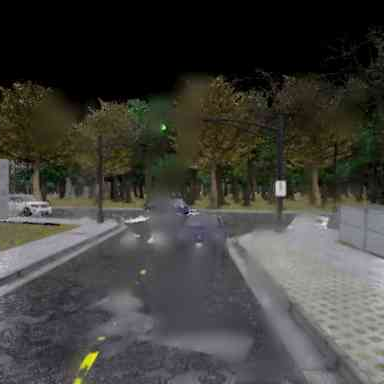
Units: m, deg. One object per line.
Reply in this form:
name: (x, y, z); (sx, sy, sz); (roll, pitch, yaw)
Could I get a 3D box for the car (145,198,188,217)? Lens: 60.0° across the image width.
car: (-2.540, 1.403, 32.592); (4.553, 1.767, 2.097); (0, 0, 40)

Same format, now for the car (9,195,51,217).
car: (-15.991, 1.263, 31.512); (5.566, 2.045, 2.150); (0, 0, 23)

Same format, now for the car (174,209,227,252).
car: (0.516, 1.620, 14.007); (1.895, 1.301, 4.718); (0, 0, 6)
